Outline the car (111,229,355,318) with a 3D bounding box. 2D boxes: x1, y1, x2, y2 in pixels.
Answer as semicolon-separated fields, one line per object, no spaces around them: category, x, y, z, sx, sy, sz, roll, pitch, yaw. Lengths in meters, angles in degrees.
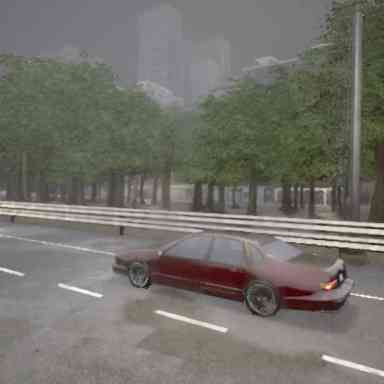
car;0.645;1.573;7.495;5.357;1.411;2.033;1;0;34
